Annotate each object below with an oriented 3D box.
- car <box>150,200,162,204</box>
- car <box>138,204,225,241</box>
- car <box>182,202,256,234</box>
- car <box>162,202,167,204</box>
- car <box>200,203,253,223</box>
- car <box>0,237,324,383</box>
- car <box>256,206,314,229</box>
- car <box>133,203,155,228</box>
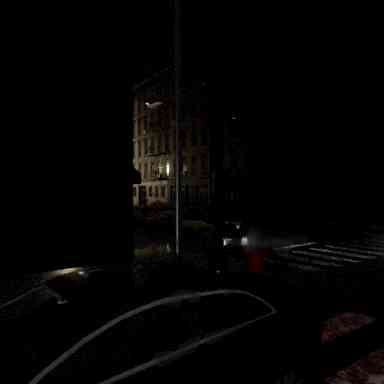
[{"bbox_3d":[-3.783,1.529,34.893,1.752,1.417,4.829,0,0,-35],"label":"car"},{"bbox_3d":[-0.708,1.554,16.741,1.752,1.417,4.829,0,0,-35],"label":"car"},{"bbox_3d":[0.921,1.510,18.814,2.128,1.511,4.902,0,0,-35],"label":"car"},{"bbox_3d":[-0.545,1.566,30.345,1.947,1.339,4.313,0,0,-35],"label":"car"},{"bbox_3d":[2.595,1.578,25.937,1.802,1.307,4.206,0,0,-35],"label":"car"},{"bbox_3d":[-0.782,1.491,2.867,4.902,1.511,2.128,0,0,-39],"label":"car"},{"bbox_3d":[5.735,1.558,21.528,1.947,1.339,4.313,0,0,-35],"label":"car"},{"bbox_3d":[-3.947,1.584,21.289,2.008,1.369,4.403,0,0,-35],"label":"car"}]
